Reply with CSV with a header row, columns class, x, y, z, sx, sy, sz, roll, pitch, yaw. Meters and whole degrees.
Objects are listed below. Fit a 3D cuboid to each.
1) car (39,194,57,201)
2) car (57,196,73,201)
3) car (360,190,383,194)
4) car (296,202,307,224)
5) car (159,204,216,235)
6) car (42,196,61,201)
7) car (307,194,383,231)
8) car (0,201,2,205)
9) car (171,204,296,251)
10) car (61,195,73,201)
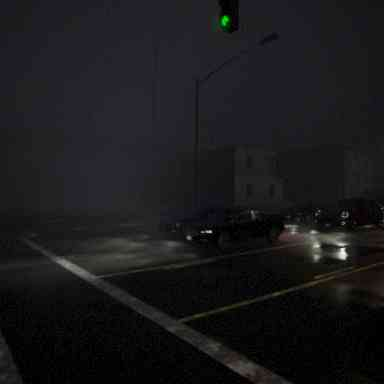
class,x,y,z,sx,sy,sz,roll,pitch,yaw
car,-35.461,1.675,84.274,4.974,1.542,2.038,0,0,24
car,-31.731,1.673,84.394,2.038,1.542,4.974,0,0,-6
car,15.392,0.888,28.286,5.566,2.045,2.150,-1,1,-37
car,7.875,1.387,22.793,4.181,1.385,1.994,-1,1,-37
car,0.621,1.426,17.480,5.008,1.535,1.882,-1,0,-36
car,-35.508,1.518,84.296,4.536,1.218,1.853,0,0,24
car,9.161,1.184,19.390,4.553,1.767,2.097,-1,1,-36
car,-35.701,1.700,58.158,1.812,1.442,4.674,0,0,29
car,1.864,1.442,14.051,4.902,1.511,2.128,-1,0,-36
car,-31.737,1.516,84.445,1.853,1.218,4.536,0,0,-6
